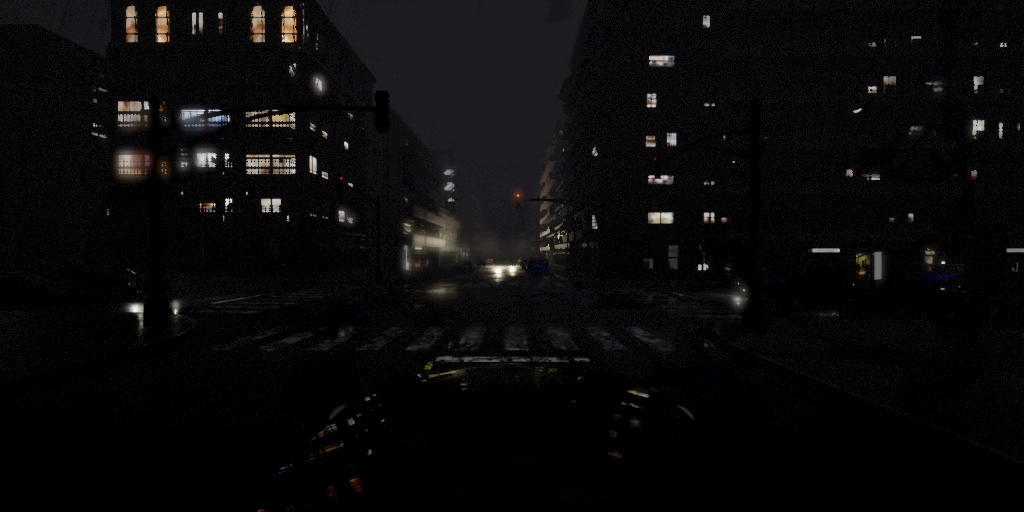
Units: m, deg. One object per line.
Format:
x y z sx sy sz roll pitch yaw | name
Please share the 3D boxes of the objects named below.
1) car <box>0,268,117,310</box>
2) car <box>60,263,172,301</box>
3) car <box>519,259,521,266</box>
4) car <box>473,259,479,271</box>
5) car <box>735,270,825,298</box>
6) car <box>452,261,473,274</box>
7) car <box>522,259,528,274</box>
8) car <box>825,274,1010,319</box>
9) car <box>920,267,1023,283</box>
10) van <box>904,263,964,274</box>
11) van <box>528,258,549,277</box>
-17.756 1.215 13.219 4.207 1.307 1.802 0 0 0 | car
-18.007 1.086 15.801 5.008 1.535 1.882 1 0 0 | car
2.617 1.252 58.018 1.967 1.591 4.097 0 0 0 | car
-5.894 1.352 47.018 1.948 1.339 4.313 0 0 0 | car
14.956 1.453 18.993 5.357 1.411 2.033 1 0 0 | car
-5.887 1.358 41.497 1.802 1.307 4.207 0 0 0 | car
2.680 1.091 41.457 2.192 1.841 5.009 0 0 0 | car
14.697 1.498 13.200 4.507 1.381 1.888 0 0 0 | car
25.247 1.519 18.986 4.892 1.490 1.837 0 0 0 | car
26.071 1.342 21.563 3.998 1.789 1.690 0 0 0 | van
2.775 1.109 35.961 1.690 1.789 3.998 0 0 0 | van
